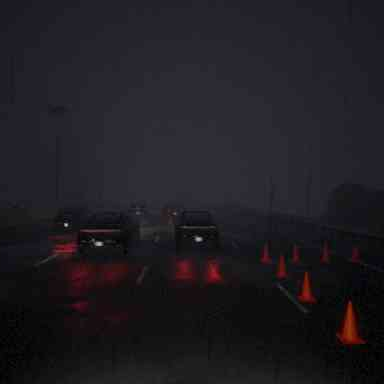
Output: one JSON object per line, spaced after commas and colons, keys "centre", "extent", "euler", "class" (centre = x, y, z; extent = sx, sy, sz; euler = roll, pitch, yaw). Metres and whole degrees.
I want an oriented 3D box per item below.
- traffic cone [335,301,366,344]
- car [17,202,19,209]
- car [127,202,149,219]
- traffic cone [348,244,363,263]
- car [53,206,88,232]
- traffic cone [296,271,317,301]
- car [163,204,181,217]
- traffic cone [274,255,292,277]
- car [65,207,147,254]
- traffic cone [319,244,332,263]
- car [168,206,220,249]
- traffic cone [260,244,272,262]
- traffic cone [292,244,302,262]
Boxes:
{"centre": [2.466, 1.999, 5.194], "extent": [0.340, 0.580, 0.340], "euler": [0, 0, 0], "class": "traffic cone"}
{"centre": [-21.280, 1.849, 41.408], "extent": [1.895, 1.301, 4.718], "euler": [0, 0, -12], "class": "car"}
{"centre": [-5.180, 1.710, 32.121], "extent": [2.128, 1.511, 4.902], "euler": [0, 0, -9], "class": "car"}
{"centre": [5.489, 2.049, 11.182], "extent": [0.340, 0.580, 0.340], "euler": [0, 0, 0], "class": "traffic cone"}
{"centre": [-7.374, 1.640, 21.303], "extent": [1.837, 1.490, 4.892], "euler": [0, -1, -5], "class": "car"}
{"centre": [2.474, 2.014, 7.194], "extent": [0.340, 0.580, 0.340], "euler": [0, 0, 0], "class": "traffic cone"}
{"centre": [-1.989, 1.845, 34.561], "extent": [1.895, 1.301, 4.718], "euler": [0, 0, -9], "class": "car"}
{"centre": [2.482, 2.028, 9.194], "extent": [0.340, 0.580, 0.340], "euler": [0, 0, 0], "class": "traffic cone"}
{"centre": [-3.312, 1.584, 13.858], "extent": [2.128, 1.511, 4.902], "euler": [0, 0, -3], "class": "car"}
{"centre": [4.489, 2.047, 11.186], "extent": [0.340, 0.580, 0.340], "euler": [0, 0, 0], "class": "traffic cone"}
{"centre": [0.119, 1.601, 15.116], "extent": [2.128, 1.511, 4.902], "euler": [0, 0, -3], "class": "car"}
{"centre": [2.489, 2.042, 11.194], "extent": [0.340, 0.580, 0.340], "euler": [0, 0, 0], "class": "traffic cone"}
{"centre": [3.489, 2.045, 11.190], "extent": [0.340, 0.580, 0.340], "euler": [0, 0, 0], "class": "traffic cone"}
